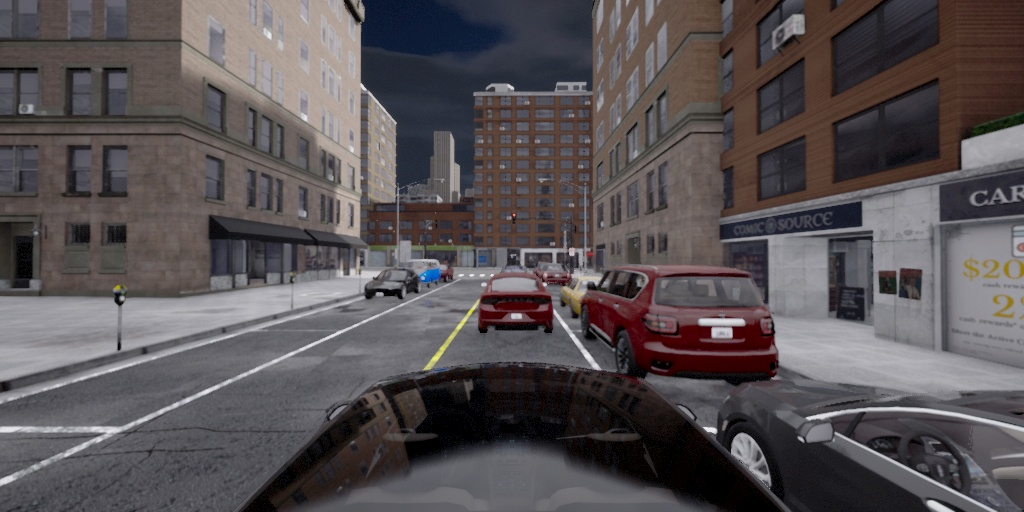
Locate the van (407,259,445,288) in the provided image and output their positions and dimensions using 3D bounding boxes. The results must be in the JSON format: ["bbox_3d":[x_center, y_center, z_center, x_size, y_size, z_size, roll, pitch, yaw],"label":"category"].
[{"bbox_3d":[-5.814,1.102,23.435,1.690,1.789,3.998,0,0,0],"label":"van"}]

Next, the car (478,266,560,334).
[{"bbox_3d":[0.072,1.230,10.660,1.882,1.535,5.008,0,0,-1],"label":"car"}]

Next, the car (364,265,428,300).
[{"bbox_3d":[-5.825,1.322,17.953,1.948,1.339,4.313,0,0,0],"label":"car"}]

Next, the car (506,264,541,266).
[{"bbox_3d":[0.132,1.249,18.785,2.128,1.511,4.902,0,0,0],"label":"car"}]

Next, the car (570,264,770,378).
[{"bbox_3d":[2.679,1.065,6.969,2.192,1.841,5.009,0,0,0],"label":"car"}]

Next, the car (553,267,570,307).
[{"bbox_3d":[2.690,1.278,12.621,1.751,1.417,4.829,0,0,0],"label":"car"}]

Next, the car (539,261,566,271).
[{"bbox_3d":[2.711,1.201,23.417,1.967,1.591,4.097,0,0,0],"label":"car"}]

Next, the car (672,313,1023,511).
[{"bbox_3d":[2.668,1.300,1.487,2.007,1.370,4.403,0,0,0],"label":"car"}]

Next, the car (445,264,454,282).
[{"bbox_3d":[-5.804,1.311,28.917,1.888,1.381,4.507,0,0,0],"label":"car"}]
